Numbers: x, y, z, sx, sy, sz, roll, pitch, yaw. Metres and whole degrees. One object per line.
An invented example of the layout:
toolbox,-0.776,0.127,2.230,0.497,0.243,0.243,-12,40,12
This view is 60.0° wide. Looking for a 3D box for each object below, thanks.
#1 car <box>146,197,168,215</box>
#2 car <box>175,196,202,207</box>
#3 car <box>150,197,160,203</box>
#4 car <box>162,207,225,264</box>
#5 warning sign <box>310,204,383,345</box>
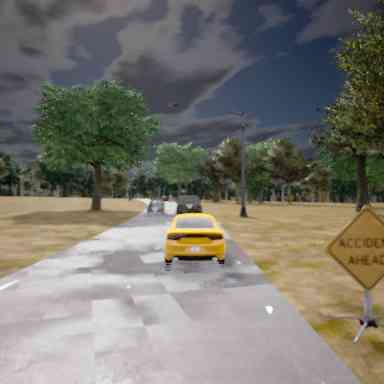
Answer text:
car,-3.858,1.631,35.921,2.128,1.511,4.902,0,0,-4
car,-0.315,1.335,29.588,2.150,2.045,5.566,0,0,-2
car,-8.698,1.859,77.804,1.895,1.301,4.718,0,0,-9
car,0.078,1.516,12.039,1.882,1.535,5.008,0,0,0
warning sign,2.638,1.132,5.023,1.300,1.860,1.060,-1,-1,0
